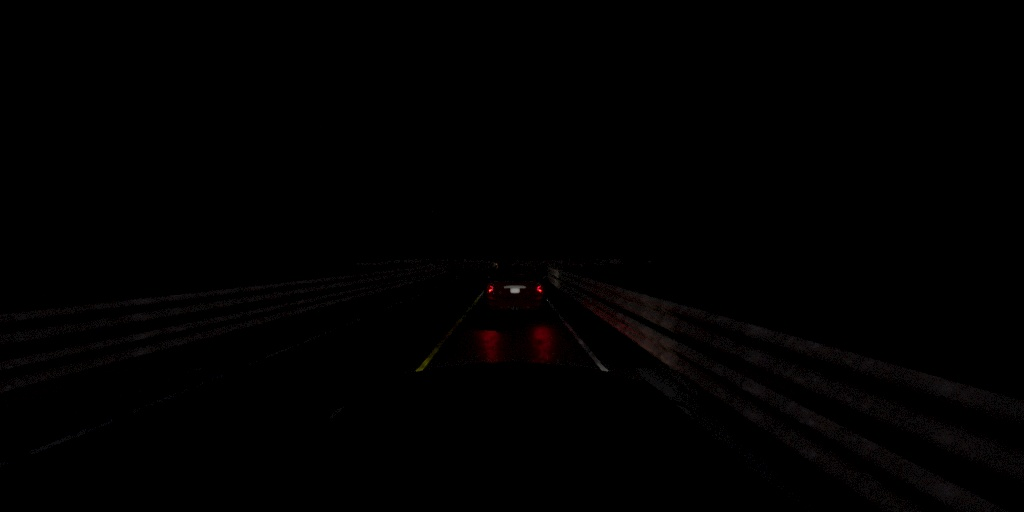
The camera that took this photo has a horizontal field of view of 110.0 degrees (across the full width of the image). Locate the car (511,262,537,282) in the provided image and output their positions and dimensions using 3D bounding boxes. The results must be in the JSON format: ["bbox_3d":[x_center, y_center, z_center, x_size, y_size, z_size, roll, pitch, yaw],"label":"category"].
[{"bbox_3d":[1.177,1.341,31.909,1.882,1.535,5.008,0,0,7],"label":"car"}]

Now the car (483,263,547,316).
[{"bbox_3d":[0.106,1.148,13.658,2.097,1.767,4.553,0,0,0],"label":"car"}]
